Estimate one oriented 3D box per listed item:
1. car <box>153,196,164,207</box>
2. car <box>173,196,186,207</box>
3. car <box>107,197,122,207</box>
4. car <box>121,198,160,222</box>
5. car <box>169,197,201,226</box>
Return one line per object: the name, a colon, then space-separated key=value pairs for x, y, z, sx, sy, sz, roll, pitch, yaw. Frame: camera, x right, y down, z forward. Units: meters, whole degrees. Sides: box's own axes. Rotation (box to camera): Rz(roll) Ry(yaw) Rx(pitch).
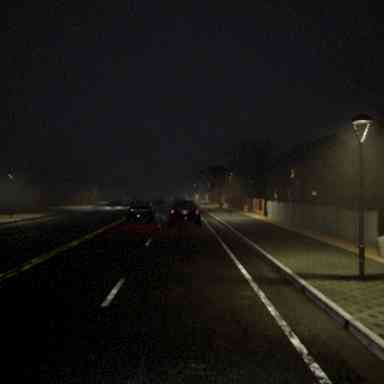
car: x=-5.313 y=1.438 z=51.488 sx=1.882 sy=1.535 sz=5.008 roll=0 pitch=0 yaw=-4
car: x=-1.923 y=1.426 z=49.548 sx=1.882 sy=1.535 sz=5.008 roll=0 pitch=0 yaw=-4
car: x=-11.967 y=1.466 z=52.007 sx=1.882 sy=1.535 sz=5.008 roll=0 pitch=0 yaw=-4
car: x=-3.878 y=1.473 z=25.897 sx=2.128 sy=1.511 sz=4.902 roll=0 pitch=0 yaw=-2
car: x=-0.523 y=1.325 z=23.161 sx=2.097 sy=1.767 sz=4.553 roll=0 pitch=0 yaw=-2
